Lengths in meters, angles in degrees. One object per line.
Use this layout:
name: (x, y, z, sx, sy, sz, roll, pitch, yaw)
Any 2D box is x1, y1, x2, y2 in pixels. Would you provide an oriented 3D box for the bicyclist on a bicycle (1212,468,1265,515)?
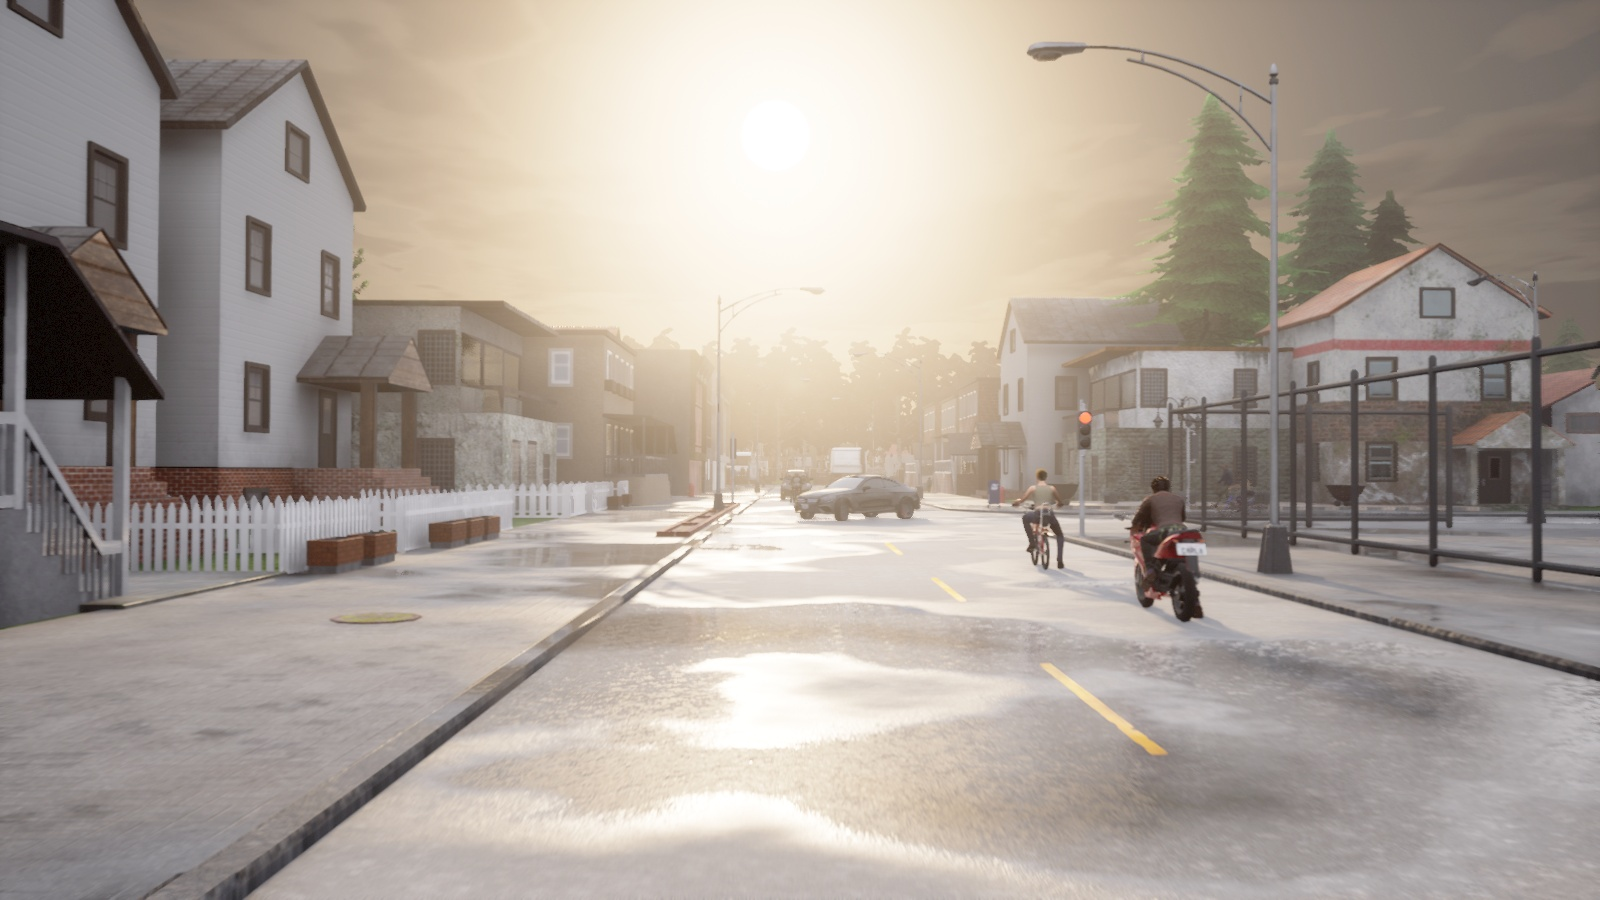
bicyclist on a bicycle: (15.229, 1.420, 43.663, 1.509, 1.612, 0.866, 0, -1, 0)

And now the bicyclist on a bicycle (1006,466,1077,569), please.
bicyclist on a bicycle: (3.909, 1.077, 20.446, 0.866, 1.612, 1.509, 0, -1, 1)

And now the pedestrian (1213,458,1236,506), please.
pedestrian: (16.276, 1.233, 48.117, 0.726, 1.842, 0.402, 0, -1, 3)

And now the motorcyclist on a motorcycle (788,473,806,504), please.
motorcyclist on a motorcycle: (-0.154, 1.881, 61.727, 0.866, 1.530, 2.191, 0, -1, 0)

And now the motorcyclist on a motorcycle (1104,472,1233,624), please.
motorcyclist on a motorcycle: (3.968, 1.010, 13.712, 0.797, 1.523, 2.044, 0, -1, 0)

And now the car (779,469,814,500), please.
car: (-0.176, 1.868, 69.125, 1.851, 1.617, 3.988, 0, -1, 0)

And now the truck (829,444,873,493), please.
truck: (3.756, 1.393, 94.323, 2.891, 3.462, 7.936, 0, -1, 0)

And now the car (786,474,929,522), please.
car: (1.894, 1.510, 40.526, 4.674, 1.442, 1.812, 1, -2, -42)
